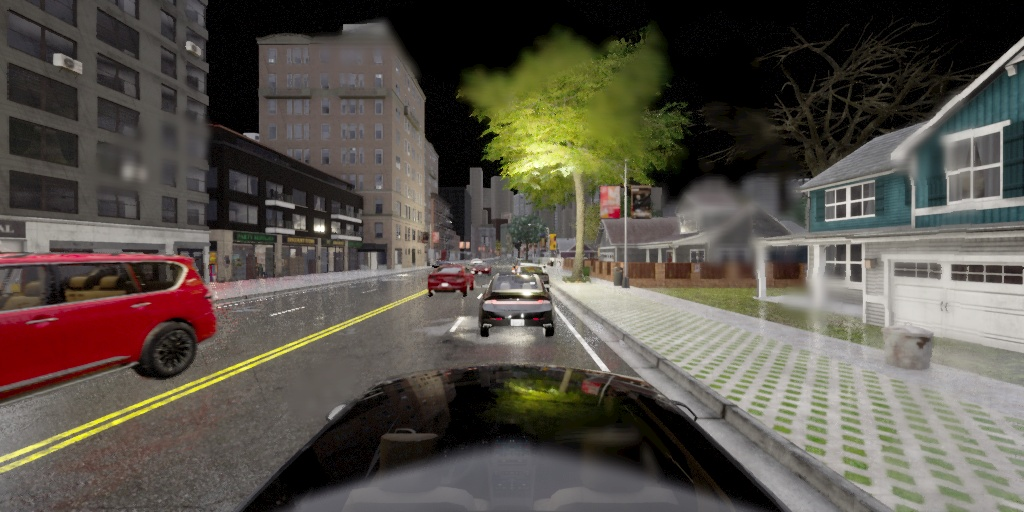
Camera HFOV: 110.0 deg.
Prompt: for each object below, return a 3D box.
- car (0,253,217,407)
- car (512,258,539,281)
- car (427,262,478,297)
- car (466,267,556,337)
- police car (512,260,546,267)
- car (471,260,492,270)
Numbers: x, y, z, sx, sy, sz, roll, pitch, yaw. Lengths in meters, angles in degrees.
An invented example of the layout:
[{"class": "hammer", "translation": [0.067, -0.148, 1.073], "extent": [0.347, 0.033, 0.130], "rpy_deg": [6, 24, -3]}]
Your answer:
[{"class": "car", "translation": [-6.593, 0.971, 4.352], "extent": [2.150, 2.045, 5.566], "rpy_deg": [0, 0, 0]}, {"class": "car", "translation": [1.054, 1.082, 30.370], "extent": [2.097, 1.767, 4.553], "rpy_deg": [0, 0, 0]}, {"class": "car", "translation": [-3.101, 1.219, 19.000], "extent": [1.882, 1.535, 5.008], "rpy_deg": [0, -1, 0]}, {"class": "car", "translation": [0.122, 1.239, 10.260], "extent": [2.128, 1.511, 4.902], "rpy_deg": [0, 0, 0]}, {"class": "police car", "translation": [1.027, 1.165, 20.510], "extent": [1.930, 1.638, 5.238], "rpy_deg": [0, 0, 0]}, {"class": "car", "translation": [-3.053, 1.325, 36.673], "extent": [1.895, 1.301, 4.718], "rpy_deg": [0, 0, 0]}]
